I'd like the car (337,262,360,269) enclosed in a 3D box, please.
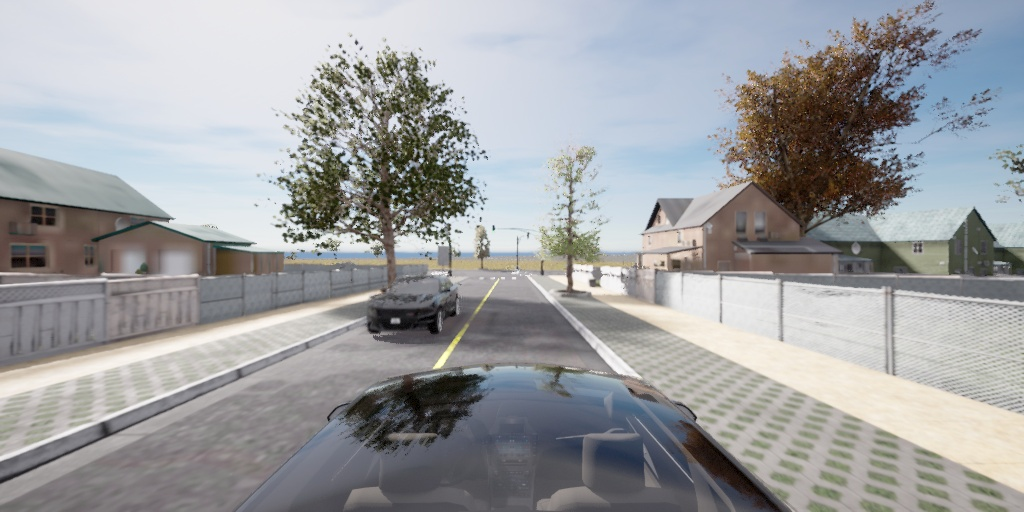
[{"bbox_3d":[-19.181,1.446,43.103,4.674,1.442,1.812,1,0,-12],"label":"car"}]

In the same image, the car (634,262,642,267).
[{"bbox_3d":[20.647,1.879,52.851,5.566,2.045,2.150,1,0,-15],"label":"car"}]

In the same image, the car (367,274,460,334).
[{"bbox_3d":[-2.850,1.346,11.280,1.882,1.535,5.008,0,-1,0],"label":"car"}]
